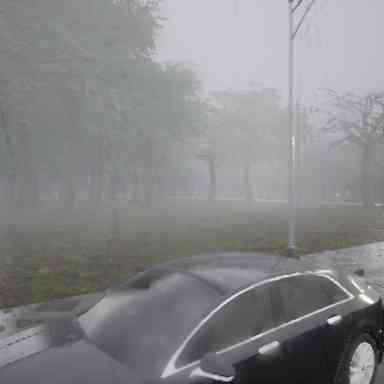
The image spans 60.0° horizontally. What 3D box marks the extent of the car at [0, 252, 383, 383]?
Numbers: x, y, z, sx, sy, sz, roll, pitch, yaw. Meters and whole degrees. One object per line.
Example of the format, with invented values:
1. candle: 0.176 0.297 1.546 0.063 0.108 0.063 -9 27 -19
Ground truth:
1. car: 0.185 1.507 3.513 4.892 1.490 1.837 0 0 -36
